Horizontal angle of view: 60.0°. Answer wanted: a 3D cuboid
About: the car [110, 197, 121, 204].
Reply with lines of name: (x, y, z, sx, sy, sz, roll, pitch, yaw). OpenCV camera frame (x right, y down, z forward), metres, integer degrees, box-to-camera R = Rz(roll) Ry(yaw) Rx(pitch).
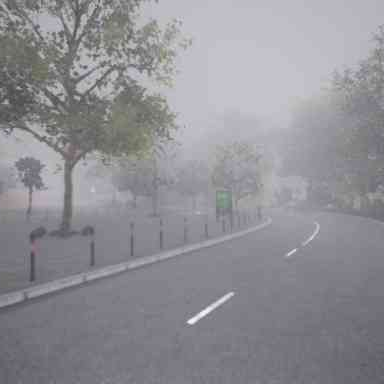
car: (-20.956, 2.594, 93.115, 2.097, 1.767, 4.553, 0, -1, -10)

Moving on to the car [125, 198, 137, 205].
car: (-16.525, 2.591, 87.692, 1.882, 1.535, 5.008, 1, -1, -20)

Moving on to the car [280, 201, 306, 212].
car: (14.836, 2.161, 48.947, 1.837, 1.490, 4.892, 0, -1, -13)
